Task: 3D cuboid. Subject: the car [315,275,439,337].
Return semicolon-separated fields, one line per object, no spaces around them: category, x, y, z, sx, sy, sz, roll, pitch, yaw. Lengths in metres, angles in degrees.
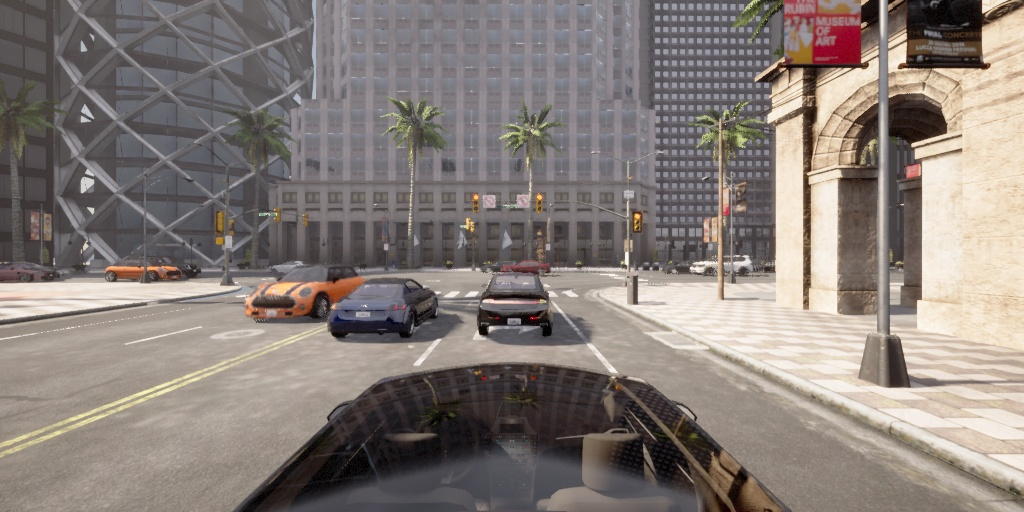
car;-3.419;1.314;10.261;1.994;1.385;4.181;0;0;0

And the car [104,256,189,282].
car;-29.127;1.102;28.469;4.553;1.767;2.097;0;0;-3

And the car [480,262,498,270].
car;-1.032;1.255;39.398;4.892;1.490;1.837;0;0;0

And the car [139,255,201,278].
car;-31.167;0.971;31.965;5.566;2.045;2.150;0;0;-3

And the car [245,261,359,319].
car;-7.005;1.102;12.756;2.097;1.767;4.553;0;0;1

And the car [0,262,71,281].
car;-40.837;1.242;29.757;4.902;1.511;2.128;0;0;-22

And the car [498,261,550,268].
car;1.404;1.227;35.891;5.008;1.535;1.882;0;0;0

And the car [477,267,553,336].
car;0.118;1.242;10.392;2.128;1.511;4.902;0;0;2

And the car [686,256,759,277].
car;20.918;0.971;35.832;5.566;2.045;2.150;0;0;0

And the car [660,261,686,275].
car;18.850;1.252;39.337;4.892;1.490;1.837;-1;0;0

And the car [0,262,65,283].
car;-37.651;1.314;27.186;4.181;1.385;1.994;0;0;-19

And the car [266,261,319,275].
car;-24.110;1.276;39.454;4.674;1.442;1.812;0;0;0
